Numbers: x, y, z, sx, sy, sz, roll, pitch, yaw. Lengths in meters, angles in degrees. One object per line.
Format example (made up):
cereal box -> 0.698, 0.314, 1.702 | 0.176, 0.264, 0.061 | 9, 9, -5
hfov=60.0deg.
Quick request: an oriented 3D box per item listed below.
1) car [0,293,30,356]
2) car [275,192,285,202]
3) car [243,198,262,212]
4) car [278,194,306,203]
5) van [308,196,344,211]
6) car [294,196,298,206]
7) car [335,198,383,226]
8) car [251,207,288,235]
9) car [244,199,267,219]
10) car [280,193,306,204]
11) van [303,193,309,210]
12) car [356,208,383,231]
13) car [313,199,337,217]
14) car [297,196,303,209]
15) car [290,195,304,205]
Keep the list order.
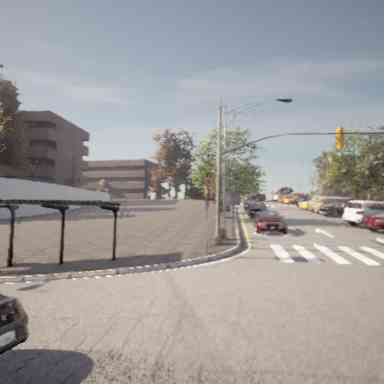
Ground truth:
car -> -4.931, 2.074, 5.169 | 4.674, 1.442, 1.812 | -3, -4, 9
car -> 19.173, 1.184, 61.944 | 5.566, 2.045, 2.435 | 1, 1, -14
car -> 7.800, 1.626, 43.332 | 2.128, 1.511, 4.902 | 1, 1, 7
car -> 19.510, 1.262, 64.978 | 4.553, 1.767, 2.185 | 1, 0, -14
van -> 16.087, 1.580, 37.927 | 4.442, 1.987, 1.878 | 1, 1, -13
car -> 17.363, 1.709, 46.962 | 4.674, 1.452, 2.002 | 1, 1, -13
car -> 14.670, 1.743, 25.981 | 5.566, 2.045, 2.435 | 1, 1, -12
car -> 5.346, 2.019, 22.817 | 1.994, 1.385, 4.181 | 1, 1, 9
car -> 6.531, 1.792, 32.736 | 2.128, 1.511, 4.902 | 1, 1, 7
car -> 19.021, 1.483, 58.996 | 5.366, 1.575, 1.946 | 1, 1, -13
van -> 16.474, 1.533, 40.931 | 4.442, 1.987, 1.878 | 1, 1, -12
car -> 14.256, 2.080, 22.981 | 4.674, 1.452, 2.002 | 1, 1, -13
car -> 15.798, 1.855, 34.967 | 4.892, 1.521, 2.231 | 1, 1, -12
car -> 17.153, 1.716, 44.004 | 5.366, 1.575, 1.946 | 1, 1, -13
car -> 17.734, 1.662, 49.967 | 4.674, 1.452, 2.002 | 1, 1, -13
